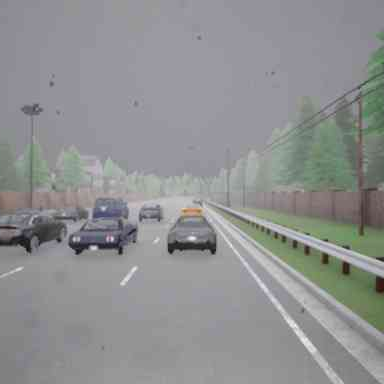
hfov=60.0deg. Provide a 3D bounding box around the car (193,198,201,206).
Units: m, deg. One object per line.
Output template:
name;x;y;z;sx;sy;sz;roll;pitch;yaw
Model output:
car;1.038;2.193;73.864;1.837;1.490;4.892;0;-1;0

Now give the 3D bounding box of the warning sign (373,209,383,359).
warning sign;3.050;1.153;3.871;1.300;1.860;1.060;0;-1;0

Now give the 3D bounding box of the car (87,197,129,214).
car;-7.004;1.487;29.018;2.150;2.045;5.566;0;0;0

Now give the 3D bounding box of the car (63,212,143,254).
car;-3.501;1.733;14.097;1.895;1.301;4.718;0;0;0

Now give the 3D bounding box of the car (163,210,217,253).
car;0.002;1.698;14.264;1.994;1.385;4.181;0;-1;0

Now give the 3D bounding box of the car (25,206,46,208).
car;-13.502;1.872;29.095;1.895;1.301;4.718;0;0;-3

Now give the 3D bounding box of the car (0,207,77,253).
car;-6.999;1.626;14.282;2.128;1.511;4.902;0;0;0

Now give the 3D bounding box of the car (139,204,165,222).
car;-3.501;1.766;29.282;2.128;1.511;4.902;0;0;0

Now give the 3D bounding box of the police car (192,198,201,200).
police car;1.040;2.021;63.975;1.930;1.638;5.238;0;-1;0

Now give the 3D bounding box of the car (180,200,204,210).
car;0.000;1.753;29.464;1.882;1.535;5.008;0;0;0

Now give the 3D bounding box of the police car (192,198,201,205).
police car;1.038;2.169;79.974;1.930;1.638;5.238;0;-1;0

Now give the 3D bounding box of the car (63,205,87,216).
car;-10.502;1.837;29.247;1.994;1.385;4.181;0;-1;0
